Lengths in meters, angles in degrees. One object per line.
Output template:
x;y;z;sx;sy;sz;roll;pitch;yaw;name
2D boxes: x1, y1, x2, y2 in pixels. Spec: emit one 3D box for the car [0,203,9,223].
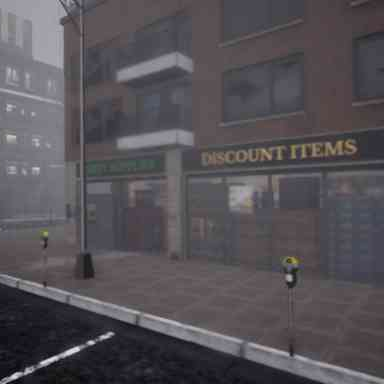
-19.128;1.944;29.757;2.192;1.841;5.009;-2;-2;35;car
